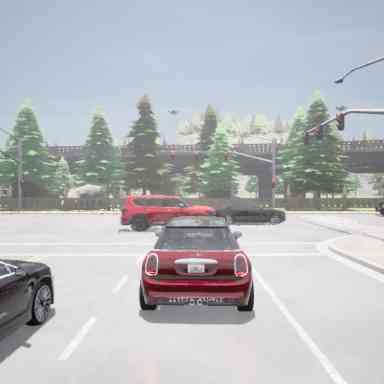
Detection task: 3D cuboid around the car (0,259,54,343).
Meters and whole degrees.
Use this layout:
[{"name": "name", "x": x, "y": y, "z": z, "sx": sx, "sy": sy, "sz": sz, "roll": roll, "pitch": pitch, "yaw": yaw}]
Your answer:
[{"name": "car", "x": -3.432, "y": 1.492, "z": 4.172, "sx": 2.128, "sy": 1.511, "sz": 4.902, "roll": 0, "pitch": 0, "yaw": 0}]

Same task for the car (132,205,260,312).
[{"name": "car", "x": 0.149, "y": 1.352, "z": 7.922, "sx": 2.097, "sy": 1.767, "sz": 4.553, "roll": 0, "pitch": 0, "yaw": 2}]

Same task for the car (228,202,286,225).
[{"name": "car", "x": 3.823, "y": 1.430, "z": 22.671, "sx": 5.008, "sy": 1.535, "sz": 1.882, "roll": 0, "pitch": 0, "yaw": 1}]

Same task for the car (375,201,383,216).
[{"name": "car", "x": 19.478, "y": 1.166, "z": 29.618, "sx": 5.566, "sy": 2.045, "sz": 2.150, "roll": 0, "pitch": 0, "yaw": 1}]

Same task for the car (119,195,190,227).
[{"name": "car", "x": -1.358, "y": 1.204, "z": 19.246, "sx": 5.566, "sy": 2.045, "sz": 2.150, "roll": 0, "pitch": 0, "yaw": 1}]
